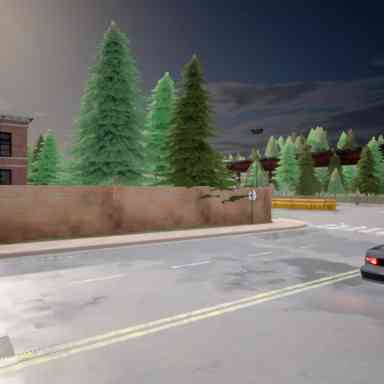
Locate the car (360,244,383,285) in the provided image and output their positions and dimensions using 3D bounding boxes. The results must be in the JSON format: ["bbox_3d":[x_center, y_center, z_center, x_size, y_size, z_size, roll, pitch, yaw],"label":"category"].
[{"bbox_3d":[6.300,1.545,8.225,5.357,1.411,2.033,0,0,-35],"label":"car"}]
